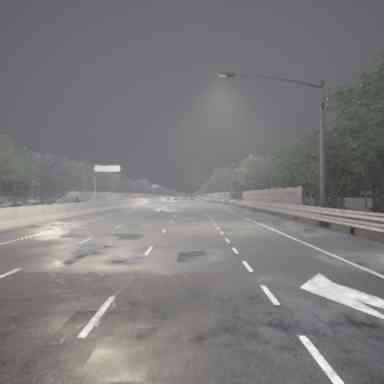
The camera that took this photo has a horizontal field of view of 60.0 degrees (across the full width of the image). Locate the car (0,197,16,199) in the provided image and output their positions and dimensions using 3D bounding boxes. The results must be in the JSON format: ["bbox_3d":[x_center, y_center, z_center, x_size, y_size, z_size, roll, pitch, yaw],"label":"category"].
[{"bbox_3d":[-28.026,1.692,49.157,2.150,2.045,5.566,0,-1,1],"label":"car"}]

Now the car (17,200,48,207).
[{"bbox_3d":[-21.054,1.931,44.821,1.837,1.490,4.892,0,-1,0],"label":"car"}]

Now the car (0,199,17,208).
[{"bbox_3d":[-24.551,1.991,44.886,1.994,1.385,4.181,0,-1,1],"label":"car"}]

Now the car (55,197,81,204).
[{"bbox_3d":[-17.546,1.672,47.383,2.150,2.045,5.566,0,-1,1],"label":"car"}]
